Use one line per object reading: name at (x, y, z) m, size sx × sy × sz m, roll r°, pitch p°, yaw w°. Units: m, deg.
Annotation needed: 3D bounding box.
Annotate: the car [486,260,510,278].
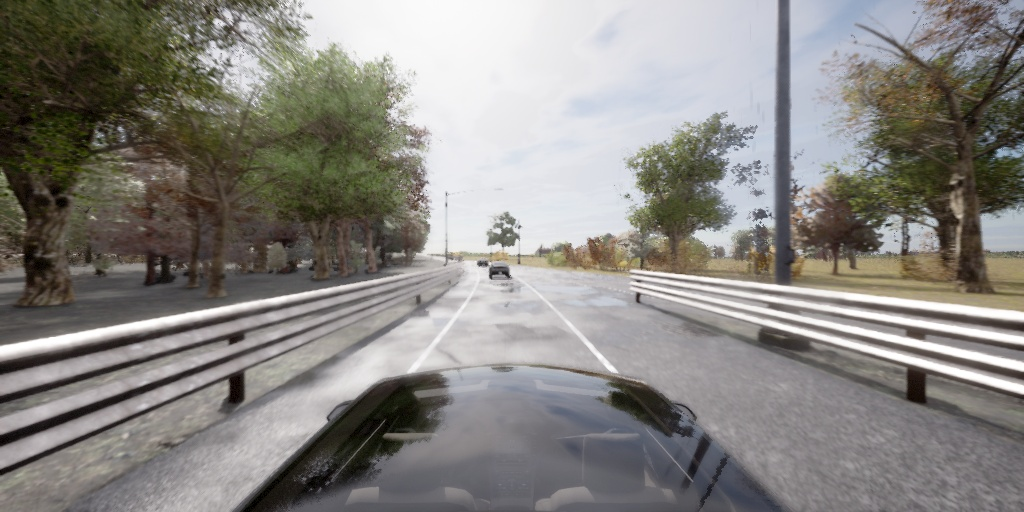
car at (-1.271, 1.262, 34.196) m, size 1.837 × 1.490 × 4.892 m, roll 0°, pitch 0°, yaw -5°
